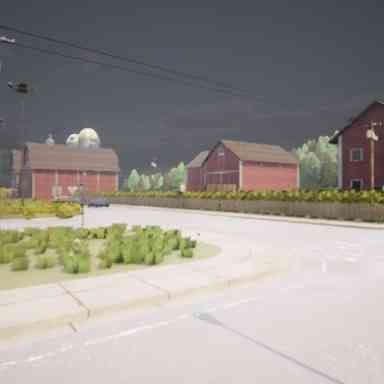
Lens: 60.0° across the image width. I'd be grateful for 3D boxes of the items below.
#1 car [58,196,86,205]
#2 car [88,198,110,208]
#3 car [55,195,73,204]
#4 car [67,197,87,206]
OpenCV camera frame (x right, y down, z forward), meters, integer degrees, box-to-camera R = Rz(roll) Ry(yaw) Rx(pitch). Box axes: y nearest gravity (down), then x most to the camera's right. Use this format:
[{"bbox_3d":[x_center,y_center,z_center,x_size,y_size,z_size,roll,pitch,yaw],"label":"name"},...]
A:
[{"bbox_3d":[-16.220,1.508,44.990,1.994,1.385,4.181,0,0,-35],"label":"car"},{"bbox_3d":[-13.243,1.492,47.048,1.994,1.385,4.181,0,0,-35],"label":"car"},{"bbox_3d":[-23.556,1.407,61.255,1.882,1.535,5.008,0,0,-36],"label":"car"},{"bbox_3d":[-18.940,1.493,54.856,1.994,1.385,4.181,0,0,-36],"label":"car"}]
